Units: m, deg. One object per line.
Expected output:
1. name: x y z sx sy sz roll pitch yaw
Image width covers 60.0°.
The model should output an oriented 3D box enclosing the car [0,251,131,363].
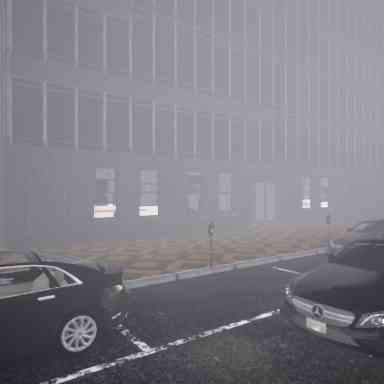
1. car: -3.003 1.551 4.417 4.403 1.369 2.008 0 0 -36

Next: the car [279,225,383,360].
1. car: 3.551 1.526 5.806 4.674 1.442 1.812 0 0 -36

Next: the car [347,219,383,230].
1. car: 6.248 1.583 11.051 4.206 1.307 1.802 0 0 -36
